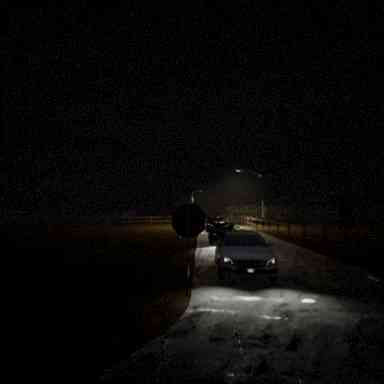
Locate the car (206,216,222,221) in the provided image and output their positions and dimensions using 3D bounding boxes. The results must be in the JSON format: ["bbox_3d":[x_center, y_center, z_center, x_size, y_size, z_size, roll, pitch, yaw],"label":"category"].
[{"bbox_3d":[2.512,3.383,35.591,1.837,1.490,4.892,1,-3,2],"label":"car"}]

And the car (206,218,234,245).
[{"bbox_3d":[2.144,2.701,22.069,1.994,1.385,4.181,1,-3,2],"label":"car"}]

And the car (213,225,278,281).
[{"bbox_3d":[1.840,2.144,12.092,1.812,1.442,4.674,1,-3,3],"label":"car"}]
